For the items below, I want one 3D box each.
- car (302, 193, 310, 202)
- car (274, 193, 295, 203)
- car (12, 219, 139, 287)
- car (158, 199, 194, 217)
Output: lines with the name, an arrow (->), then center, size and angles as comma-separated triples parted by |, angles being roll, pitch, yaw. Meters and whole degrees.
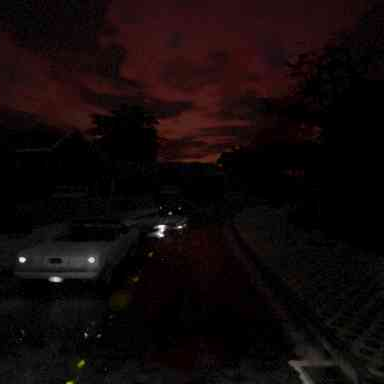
car -> 23.373, 1.036, 64.650 | 4.553, 1.767, 2.097 | 0, 0, -39
car -> 15.718, 0.985, 56.417 | 2.097, 1.767, 4.553 | 0, 0, 40
car -> -2.769, 1.457, 9.041 | 1.895, 1.301, 4.718 | 0, 1, 1
car -> -1.180, 1.233, 26.481 | 1.895, 1.301, 4.718 | 0, 0, 11
